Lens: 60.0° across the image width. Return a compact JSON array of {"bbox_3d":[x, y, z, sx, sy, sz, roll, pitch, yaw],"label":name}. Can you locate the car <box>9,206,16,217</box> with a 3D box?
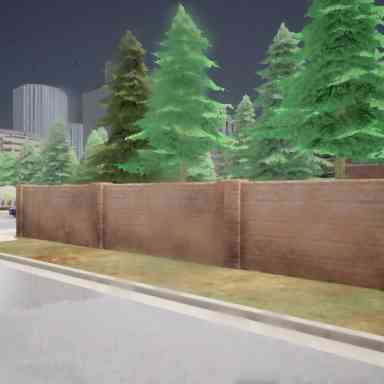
[{"bbox_3d":[-14.016,1.478,30.448,1.882,1.535,5.008,0,0,35],"label":"car"}]
